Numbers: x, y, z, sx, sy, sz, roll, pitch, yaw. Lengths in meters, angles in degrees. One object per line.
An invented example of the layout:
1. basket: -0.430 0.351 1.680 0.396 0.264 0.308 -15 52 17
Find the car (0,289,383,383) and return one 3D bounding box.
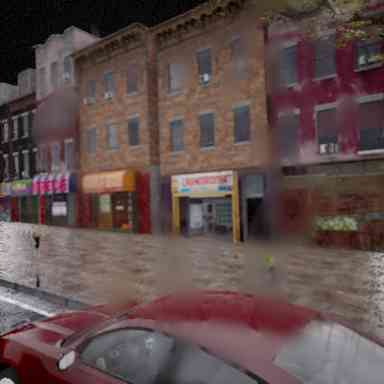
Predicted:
1. car: 0.032 1.560 2.816 4.507 1.381 1.887 -1 -2 36
